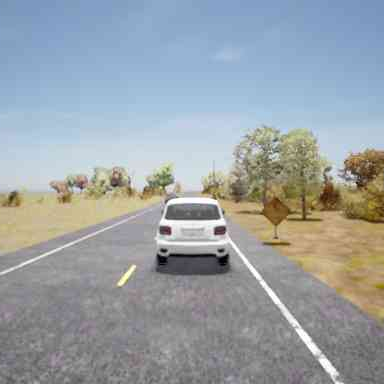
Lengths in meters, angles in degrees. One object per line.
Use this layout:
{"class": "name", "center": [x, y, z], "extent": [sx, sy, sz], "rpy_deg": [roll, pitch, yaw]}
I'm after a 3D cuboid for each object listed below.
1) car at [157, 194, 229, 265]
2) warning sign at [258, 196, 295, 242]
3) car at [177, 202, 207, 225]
{"class": "car", "center": [0.039, 1.224, 11.842], "extent": [2.150, 2.045, 5.566], "rpy_deg": [0, 0, 0]}
{"class": "warning sign", "center": [3.549, 1.116, 14.108], "extent": [1.300, 1.860, 1.060], "rpy_deg": [0, 0, 0]}
{"class": "car", "center": [0.034, 1.546, 25.723], "extent": [2.033, 1.411, 5.357], "rpy_deg": [0, 0, 1]}
